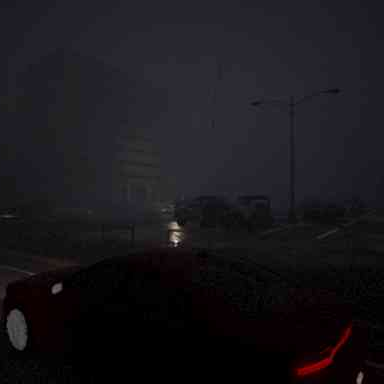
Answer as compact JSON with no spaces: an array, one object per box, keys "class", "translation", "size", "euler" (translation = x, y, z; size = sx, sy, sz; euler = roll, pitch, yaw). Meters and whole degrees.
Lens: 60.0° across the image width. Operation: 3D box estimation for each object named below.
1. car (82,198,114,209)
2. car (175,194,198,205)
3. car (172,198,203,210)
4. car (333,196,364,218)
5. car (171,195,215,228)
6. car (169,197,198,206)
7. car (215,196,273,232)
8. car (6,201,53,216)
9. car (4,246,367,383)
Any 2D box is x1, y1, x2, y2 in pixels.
[{"class":"car","translation":[-12.602,1.525,44.850],"size":[1.812,1.442,4.674],"euler":[0,0,34]},{"class":"car","translation":[-0.978,1.358,62.041],"size":[2.097,1.767,4.553],"euler":[0,0,34]},{"class":"car","translation":[-0.525,1.525,43.683],"size":[1.812,1.442,4.674],"euler":[0,0,34]},{"class":"car","translation":[15.288,1.395,32.049],"size":[1.970,1.475,3.806],"euler":[0,0,34]},{"class":"car","translation":[0.902,1.153,20.753],"size":[1.932,1.855,4.605],"euler":[0,0,34]},{"class":"car","translation":[-1.287,1.547,55.387],"size":[2.033,1.411,5.357],"euler":[0,0,34]},{"class":"car","translation":[3.270,1.156,19.088],"size":[1.905,1.878,3.866],"euler":[0,0,34]},{"class":"car","translation":[-16.188,1.563,33.241],"size":[1.994,1.385,4.181],"euler":[0,0,34]},{"class":"car","translation":[-0.543,1.478,4.374],"size":[5.008,1.535,1.882],"euler":[0,0,35]}]
